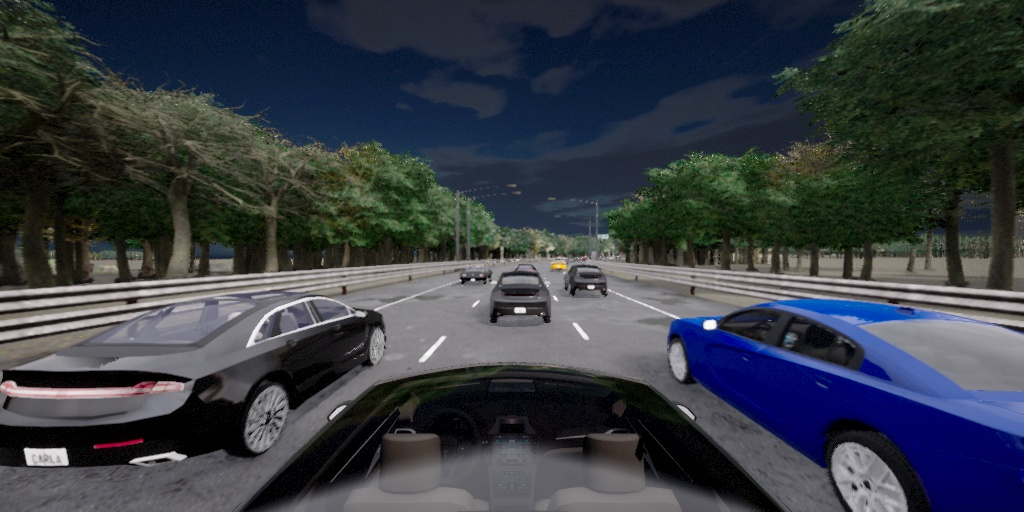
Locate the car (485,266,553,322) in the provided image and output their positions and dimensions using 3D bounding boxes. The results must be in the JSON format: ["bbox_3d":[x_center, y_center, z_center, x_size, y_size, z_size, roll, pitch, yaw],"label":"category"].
[{"bbox_3d":[0.294,1.263,12.353,1.837,1.490,4.892,0,0,2],"label":"car"}]

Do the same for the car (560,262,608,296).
[{"bbox_3d":[3.929,1.244,19.639,1.837,1.490,4.892,0,0,3],"label":"car"}]

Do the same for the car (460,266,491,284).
[{"bbox_3d":[-2.549,1.365,26.929,1.895,1.301,4.718,0,0,4],"label":"car"}]

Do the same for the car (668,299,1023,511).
[{"bbox_3d":[3.500,1.219,3.999,1.882,1.535,5.008,0,0,1],"label":"car"}]

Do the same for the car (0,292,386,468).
[{"bbox_3d":[-3.347,1.240,5.018,2.128,1.511,4.902,0,0,0],"label":"car"}]

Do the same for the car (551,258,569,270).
[{"bbox_3d":[6.362,1.248,48.902,1.882,1.535,5.008,0,0,7],"label":"car"}]

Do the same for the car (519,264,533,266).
[{"bbox_3d":[1.133,1.334,29.402,1.994,1.385,4.181,0,0,4],"label":"car"}]
